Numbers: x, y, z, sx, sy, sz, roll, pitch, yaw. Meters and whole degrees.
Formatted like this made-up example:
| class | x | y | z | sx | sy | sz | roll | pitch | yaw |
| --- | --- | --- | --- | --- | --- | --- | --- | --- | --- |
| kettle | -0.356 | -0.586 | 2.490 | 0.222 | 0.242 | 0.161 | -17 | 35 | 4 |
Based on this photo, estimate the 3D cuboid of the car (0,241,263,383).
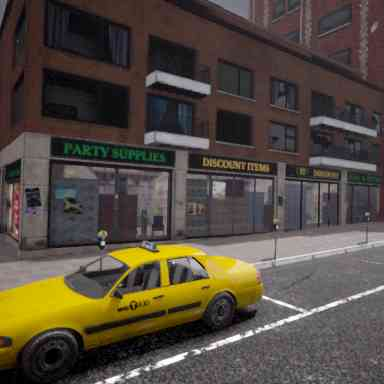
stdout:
| class | x | y | z | sx | sy | sz | roll | pitch | yaw |
| --- | --- | --- | --- | --- | --- | --- | --- | --- | --- |
| car | -0.940 | 1.527 | 5.401 | 4.829 | 1.417 | 1.752 | 0 | 2 | -35 |
